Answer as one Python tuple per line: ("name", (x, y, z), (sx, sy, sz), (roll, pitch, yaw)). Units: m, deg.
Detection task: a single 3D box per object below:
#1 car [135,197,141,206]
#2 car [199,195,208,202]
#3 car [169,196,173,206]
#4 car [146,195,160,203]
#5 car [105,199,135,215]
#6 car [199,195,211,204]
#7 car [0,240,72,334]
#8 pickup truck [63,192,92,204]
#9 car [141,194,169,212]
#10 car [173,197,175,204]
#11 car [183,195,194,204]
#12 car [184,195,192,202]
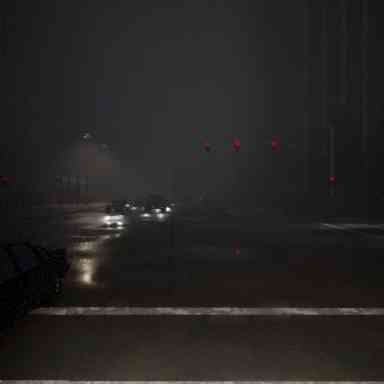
("car", (-7.796, 1.472, 51.272), (1.882, 1.535, 5.008), (0, 0, 0))
("car", (2.564, 1.516, 75.187), (1.812, 1.442, 4.674), (0, 0, -1))
("car", (-4.290, 1.596, 50.713), (1.895, 1.301, 4.718), (0, 0, -1))
("car", (-7.866, 1.485, 67.577), (2.128, 1.511, 4.902), (0, 0, 0))
("car", (-7.635, 1.488, 34.406), (2.128, 1.511, 4.902), (0, 0, -1))
("car", (2.765, 1.485, 64.803), (2.128, 1.511, 4.902), (0, 0, -1))
("car", (-3.644, 1.547, 5.345), (2.033, 1.411, 5.357), (0, 0, -1))
("pickup truck", (-20.910, 1.052, 60.027), (2.390, 2.098, 6.274), (0, 0, 30))
("car", (-4.176, 1.217, 38.508), (2.150, 2.045, 5.566), (0, 0, -1))
("car", (-4.368, 1.471, 64.809), (1.882, 1.535, 5.008), (0, 1, 0))
("car", (-0.741, 1.345, 65.389), (2.097, 1.767, 4.553), (0, 0, -1))
("car", (-0.938, 1.470, 75.392), (1.882, 1.535, 5.008), (0, 0, -1))
